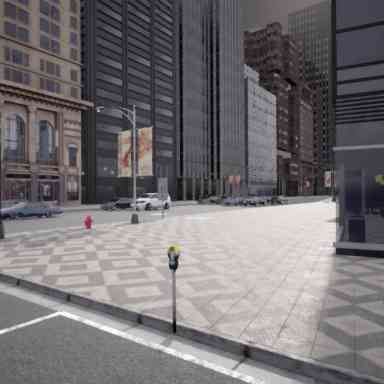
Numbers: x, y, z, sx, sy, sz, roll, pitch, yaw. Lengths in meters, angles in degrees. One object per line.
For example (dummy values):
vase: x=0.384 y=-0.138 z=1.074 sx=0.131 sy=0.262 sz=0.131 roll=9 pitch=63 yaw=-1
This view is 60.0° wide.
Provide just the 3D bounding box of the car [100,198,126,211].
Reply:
car: x=-8.761 y=1.464 z=39.957 sx=1.837 sy=1.490 sz=4.892 roll=-1 pitch=0 yaw=35

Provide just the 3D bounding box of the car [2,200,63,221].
car: x=-13.500 y=1.514 z=27.616 sx=2.033 sy=1.411 sz=5.357 roll=-1 pitch=0 yaw=35

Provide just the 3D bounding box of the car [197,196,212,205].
car: x=2.796 y=1.427 z=56.176 sx=1.837 sy=1.490 sz=4.892 roll=-1 pitch=-1 yaw=36

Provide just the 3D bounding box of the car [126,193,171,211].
car: x=-4.834 y=1.153 z=39.889 sx=2.150 sy=2.045 sz=5.566 roll=-1 pitch=0 yaw=35

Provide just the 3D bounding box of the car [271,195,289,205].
car: x=14.913 y=1.342 z=56.412 sx=1.837 sy=1.490 sz=4.892 roll=-1 pitch=0 yaw=35

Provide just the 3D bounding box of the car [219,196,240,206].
car: x=6.774 y=1.421 z=50.420 sx=2.033 sy=1.411 sz=5.357 roll=-1 pitch=0 yaw=36

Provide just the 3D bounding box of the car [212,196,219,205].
car: x=5.719 y=1.403 z=54.674 sx=1.837 sy=1.490 sz=4.892 roll=-1 pitch=-1 yaw=35

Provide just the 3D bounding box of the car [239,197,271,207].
car: x=9.188 y=1.451 z=48.209 sx=1.895 sy=1.301 sz=4.718 roll=-1 pitch=0 yaw=36

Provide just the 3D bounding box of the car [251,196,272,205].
car: x=12.275 y=1.462 z=58.311 sx=1.895 sy=1.301 sz=4.718 roll=-1 pitch=0 yaw=35
